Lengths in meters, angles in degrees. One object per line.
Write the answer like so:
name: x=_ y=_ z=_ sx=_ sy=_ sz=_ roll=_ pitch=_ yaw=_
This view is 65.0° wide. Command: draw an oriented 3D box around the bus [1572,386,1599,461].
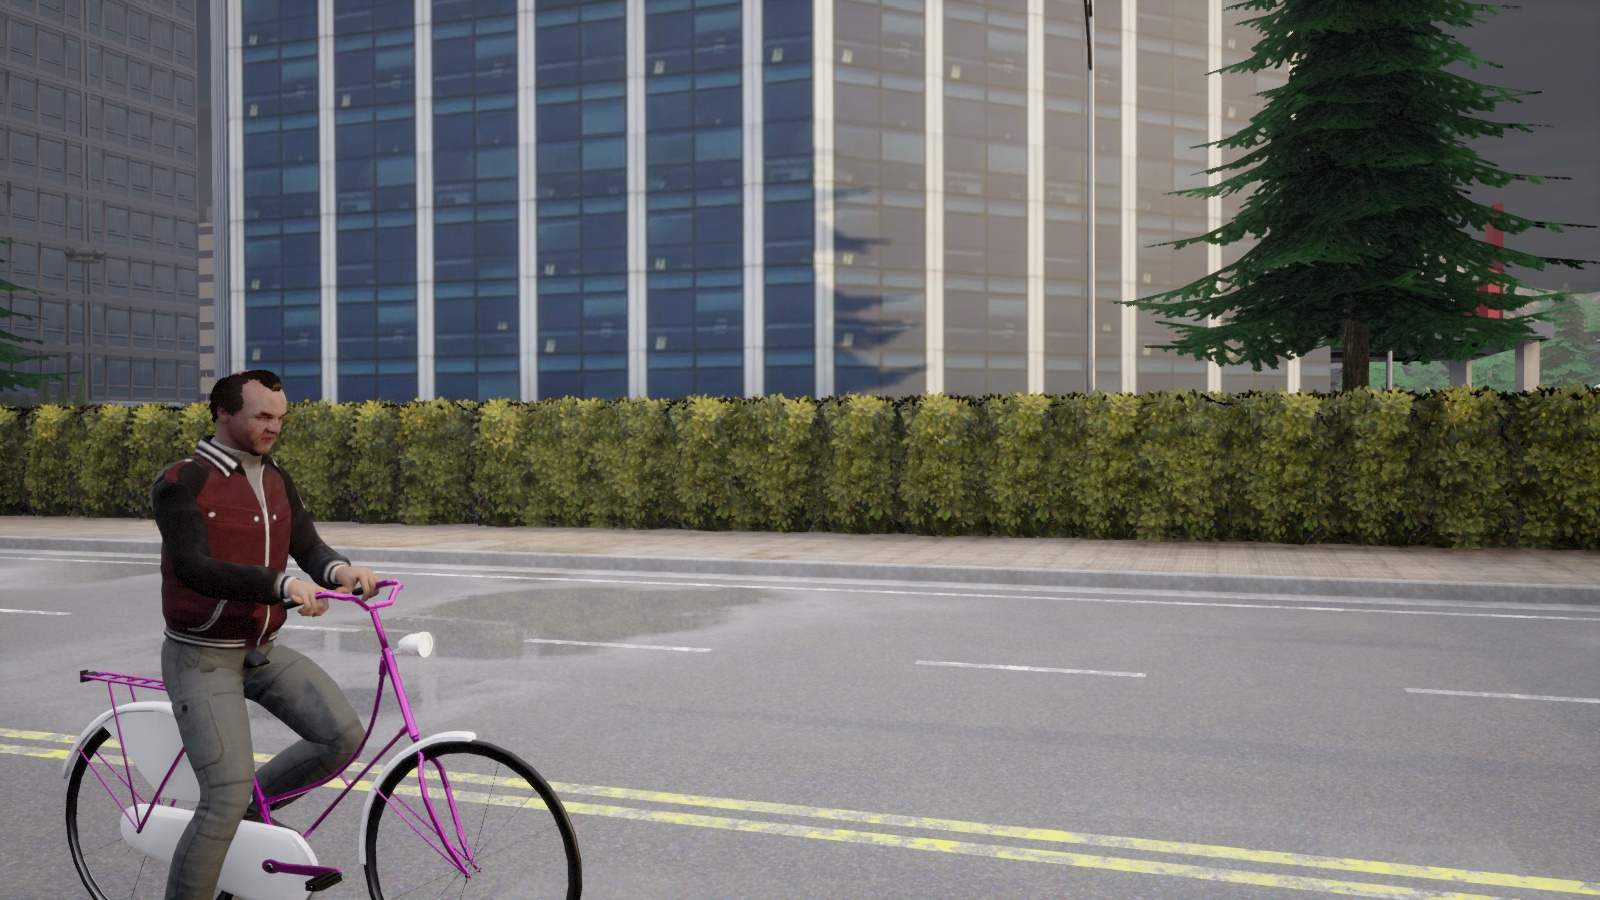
bus: x=46.970 y=-1.524 z=69.578 sx=3.944 sy=4.253 sz=10.273 roll=-1 pitch=0 yaw=12

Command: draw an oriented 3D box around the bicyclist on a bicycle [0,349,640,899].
bicyclist on a bicycle: x=-1.451 y=0.633 z=3.680 sx=1.843 sy=1.776 sz=0.659 roll=0 pitch=1 yaw=19
